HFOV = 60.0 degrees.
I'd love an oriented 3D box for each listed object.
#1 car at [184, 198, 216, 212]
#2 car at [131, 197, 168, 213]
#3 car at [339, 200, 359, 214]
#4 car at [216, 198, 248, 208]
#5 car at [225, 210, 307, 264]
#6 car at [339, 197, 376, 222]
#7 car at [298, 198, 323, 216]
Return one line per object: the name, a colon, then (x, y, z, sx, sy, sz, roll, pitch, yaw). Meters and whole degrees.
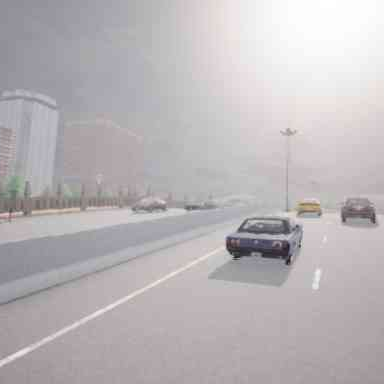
car: (0.992, 1.318, 34.581, 2.033, 1.411, 5.357, 0, -1, 23)
car: (-3.958, 1.220, 31.939, 1.812, 1.442, 4.674, 0, 0, 23)
car: (18.049, 1.771, 38.302, 1.882, 1.535, 5.008, 0, -4, 23)
car: (4.550, 1.358, 33.990, 2.033, 1.411, 5.357, 0, -1, 23)
car: (2.727, 1.489, 11.576, 1.895, 1.301, 4.718, 0, 1, 23)
car: (11.939, 1.145, 24.111, 2.097, 1.767, 4.553, 0, 0, 23)
car: (10.921, 1.315, 30.597, 1.882, 1.535, 5.008, 0, -1, 23)
